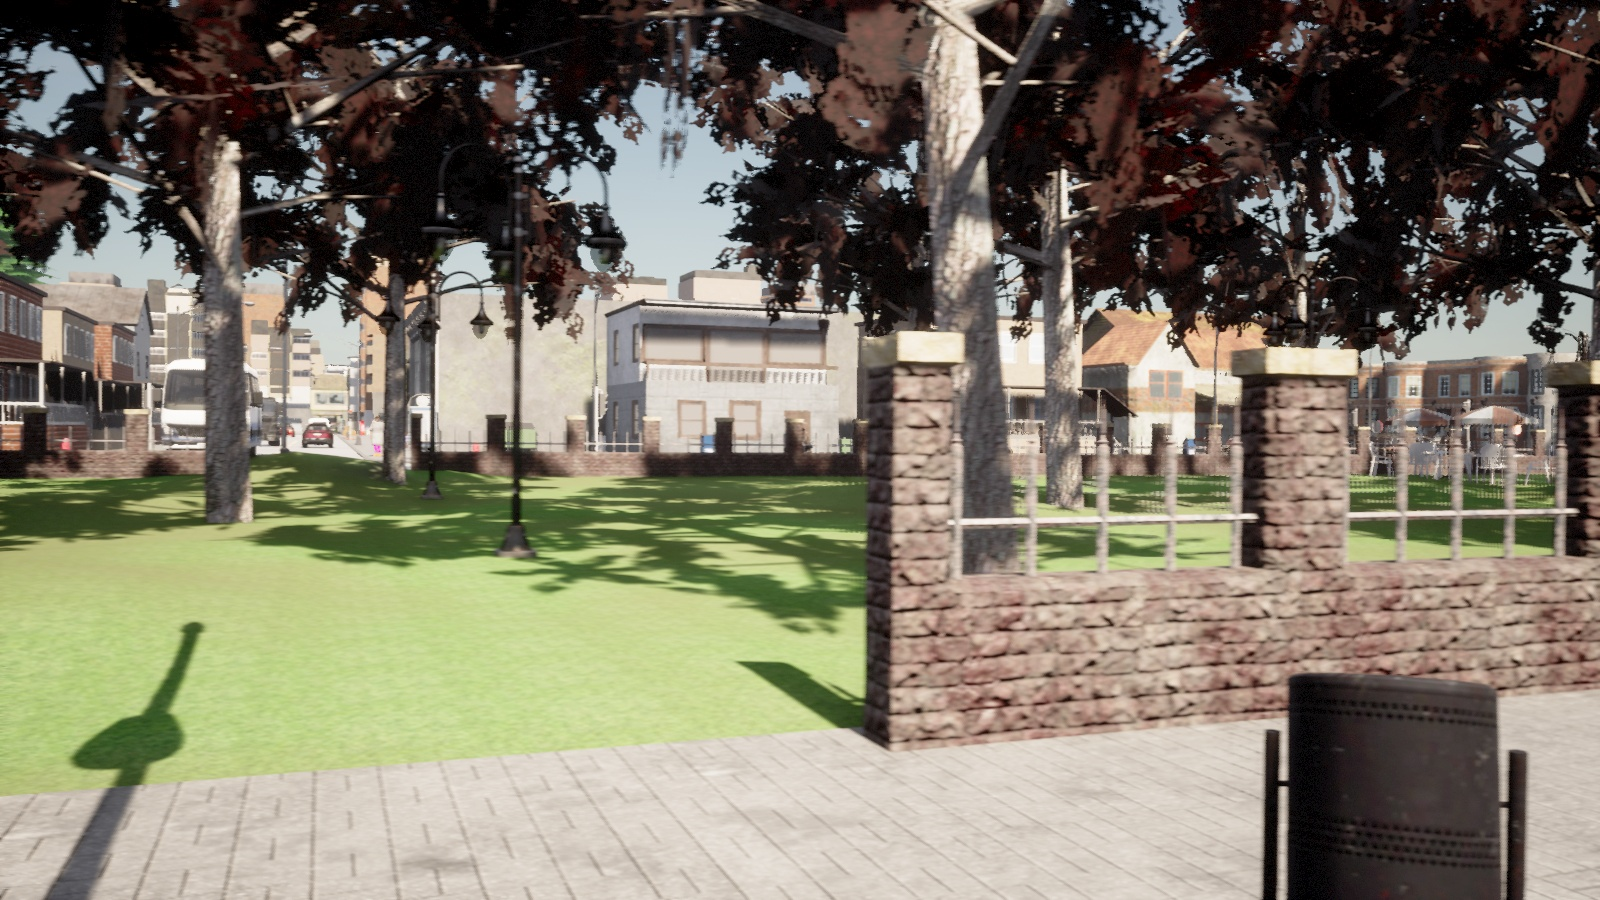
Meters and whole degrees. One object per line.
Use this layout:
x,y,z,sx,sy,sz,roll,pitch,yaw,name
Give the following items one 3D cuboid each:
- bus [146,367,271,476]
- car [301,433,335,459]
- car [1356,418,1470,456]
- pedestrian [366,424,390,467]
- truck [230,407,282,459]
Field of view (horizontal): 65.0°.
-25.296,-1.189,54.294,3.944,4.253,10.273,-1,1,-20,bus
-32.113,-0.287,83.667,2.033,1.649,4.856,-1,1,-21,car
28.717,-0.625,58.839,4.611,1.667,2.242,-1,1,-21,car
-19.146,-0.212,56.978,0.659,1.952,0.873,0,1,9,pedestrian
-38.060,-1.205,88.034,2.891,3.462,7.936,-1,1,-21,truck
